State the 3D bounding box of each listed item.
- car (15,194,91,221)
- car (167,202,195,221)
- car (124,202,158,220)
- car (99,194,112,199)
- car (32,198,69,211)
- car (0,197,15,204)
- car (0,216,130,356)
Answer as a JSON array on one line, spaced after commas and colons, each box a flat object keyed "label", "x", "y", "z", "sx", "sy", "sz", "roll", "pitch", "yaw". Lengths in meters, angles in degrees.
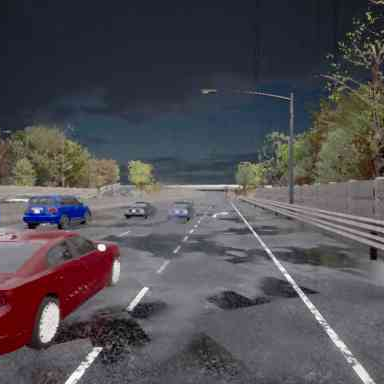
[{"label": "car", "x": -8.485, "y": 1.219, "z": 21.435, "sx": 2.150, "sy": 2.045, "sz": 5.566, "roll": 0, "pitch": 0, "yaw": 5}, {"label": "car", "x": -0.873, "y": 1.548, "z": 27.676, "sx": 2.033, "sy": 1.411, "sz": 5.357, "roll": 0, "pitch": 0, "yaw": 5}, {"label": "car", "x": -4.306, "y": 1.548, "z": 28.572, "sx": 2.033, "sy": 1.411, "sz": 5.357, "roll": 0, "pitch": 0, "yaw": 5}, {"label": "car", "x": -20.719, "y": 1.378, "z": 79.927, "sx": 2.097, "sy": 1.767, "sz": 4.553, "roll": 0, "pitch": 0, "yaw": 5}, {"label": "car", "x": -17.402, "y": 1.496, "z": 41.082, "sx": 2.128, "sy": 1.511, "sz": 4.902, "roll": 0, "pitch": 0, "yaw": 5}, {"label": "car", "x": -20.874, "y": 1.226, "z": 41.533, "sx": 2.150, "sy": 2.045, "sz": 5.566, "roll": 0, "pitch": 0, "yaw": 5}, {"label": "car", "x": -2.859, "y": 1.477, "z": 6.322, "sx": 1.882, "sy": 1.535, "sz": 5.008, "roll": 0, "pitch": 0, "yaw": 5}]
